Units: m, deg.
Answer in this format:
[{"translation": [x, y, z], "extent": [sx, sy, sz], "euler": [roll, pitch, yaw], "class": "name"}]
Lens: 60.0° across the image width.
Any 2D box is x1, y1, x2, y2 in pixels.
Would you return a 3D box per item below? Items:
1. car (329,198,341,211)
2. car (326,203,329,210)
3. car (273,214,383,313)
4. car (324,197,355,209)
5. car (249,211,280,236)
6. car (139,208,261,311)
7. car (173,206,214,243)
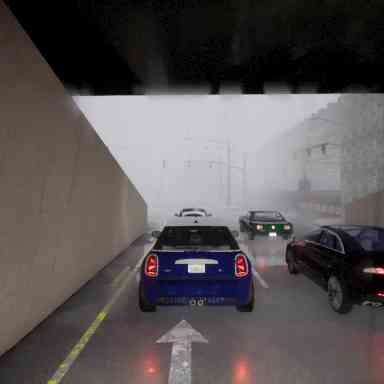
[{"translation": [17.406, 1.453, 34.753], "extent": [2.038, 1.542, 4.974], "euler": [0, 0, -35], "class": "car"}, {"translation": [17.507, 1.453, 39.360], "extent": [2.038, 1.542, 4.974], "euler": [0, 0, 45], "class": "car"}, {"translation": [3.581, 1.492, 7.644], "extent": [2.128, 1.511, 4.902], "euler": [0, 0, 0], "class": "car"}, {"translation": [17.543, 1.295, 39.397], "extent": [1.853, 1.218, 4.536], "euler": [0, 0, 45], "class": "car"}, {"translation": [3.587, 1.601, 16.970], "extent": [1.895, 1.301, 4.718], "euler": [0, 0, 0], "class": "car"}, {"translation": [0.082, 1.352, 7.910], "extent": [2.097, 1.767, 4.553], "euler": [0, 0, 0], "class": "car"}, {"translation": [0.065, 1.526, 16.961], "extent": [1.812, 1.442, 4.674], "euler": [0, 0, 0], "class": "car"}]
